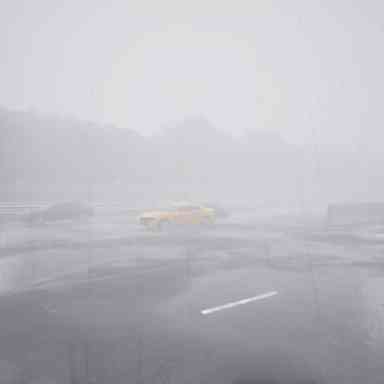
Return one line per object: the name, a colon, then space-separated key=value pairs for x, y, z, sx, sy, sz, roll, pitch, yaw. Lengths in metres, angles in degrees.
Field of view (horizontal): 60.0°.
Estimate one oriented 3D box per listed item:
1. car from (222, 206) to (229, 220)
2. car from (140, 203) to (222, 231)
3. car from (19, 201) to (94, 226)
car: x=0.933 y=1.528 z=26.259 sx=4.181 sy=1.385 sz=1.994 roll=0 pitch=0 yaw=-36
car: x=-0.813 y=1.452 z=20.667 sx=5.008 sy=1.535 sz=1.882 roll=0 pitch=0 yaw=-36
car: x=-9.314 y=1.420 z=23.154 sx=4.892 sy=1.490 sz=1.837 roll=-3 pitch=1 yaw=-36
